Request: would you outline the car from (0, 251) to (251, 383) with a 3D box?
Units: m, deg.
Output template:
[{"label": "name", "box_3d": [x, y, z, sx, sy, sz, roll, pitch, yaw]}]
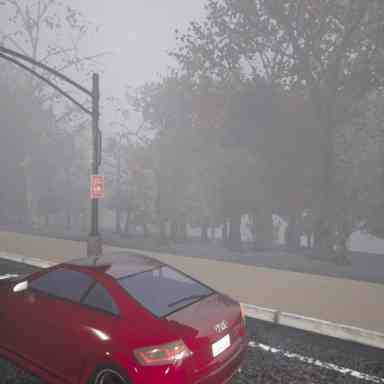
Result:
[{"label": "car", "box_3d": [-1.328, 1.563, 4.629, 4.181, 1.385, 1.994, 0, 0, 35]}]
